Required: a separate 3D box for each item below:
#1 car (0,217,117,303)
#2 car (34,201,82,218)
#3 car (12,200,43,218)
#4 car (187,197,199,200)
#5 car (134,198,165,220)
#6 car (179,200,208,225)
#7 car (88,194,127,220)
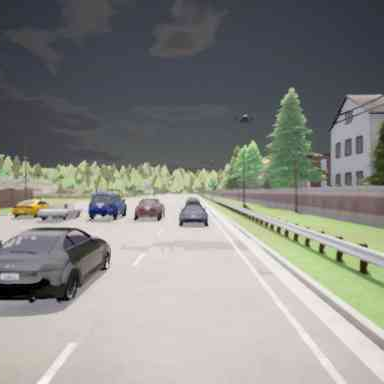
[{"bbox_3d":[-3.398,1.548,8.224,1.994,1.385,4.181,0,0,0],"label":"car"},{"bbox_3d":[-10.393,1.551,26.609,1.895,1.301,4.718,0,0,0],"label":"car"},{"bbox_3d":[-13.892,1.422,29.484,1.882,1.535,5.008,0,0,0],"label":"car"},{"bbox_3d":[0.109,1.427,41.261,1.837,1.490,4.892,0,0,0],"label":"car"},{"bbox_3d":[-3.391,1.300,27.474,2.097,1.767,4.553,0,0,0],"label":"car"},{"bbox_3d":[0.107,1.520,23.472,1.994,1.385,4.181,0,0,0],"label":"car"},{"bbox_3d":[-6.892,1.170,27.618,2.150,2.045,5.566,0,0,0],"label":"car"}]
